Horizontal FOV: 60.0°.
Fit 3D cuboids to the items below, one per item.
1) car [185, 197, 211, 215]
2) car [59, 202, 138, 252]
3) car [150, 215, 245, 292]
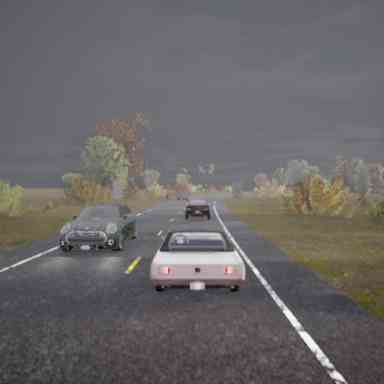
[{"bbox_3d":[0.479,1.266,26.392,1.882,1.535,5.008,0,0,2],"label":"car"},{"bbox_3d":[-3.535,1.247,13.361,2.097,1.767,4.553,0,1,1],"label":"car"},{"bbox_3d":[0.114,1.531,8.703,1.895,1.301,4.718,0,0,0],"label":"car"}]
